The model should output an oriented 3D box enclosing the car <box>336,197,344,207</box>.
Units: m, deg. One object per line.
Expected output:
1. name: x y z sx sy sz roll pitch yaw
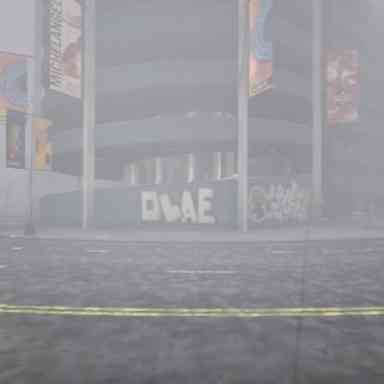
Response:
1. car: 21.778 1.804 48.361 5.566 2.045 2.435 1 -1 -43
